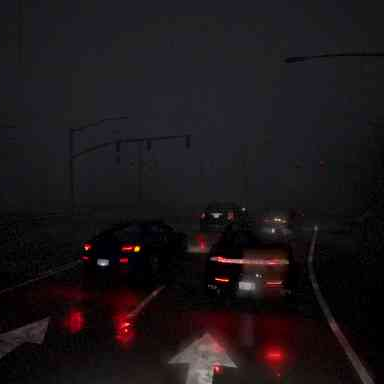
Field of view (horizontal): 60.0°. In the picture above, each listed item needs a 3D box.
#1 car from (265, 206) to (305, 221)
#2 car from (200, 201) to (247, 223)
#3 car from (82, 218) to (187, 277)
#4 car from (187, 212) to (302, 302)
[{"bbox_3d":[4.647,1.505,17.268,1.837,1.490,4.892,0,0,21],"label":"car"},{"bbox_3d":[2.090,1.352,20.220,2.097,1.767,4.553,0,0,21],"label":"car"},{"bbox_3d":[-1.532,1.526,10.256,1.812,1.442,4.674,0,0,15],"label":"car"},{"bbox_3d":[1.564,1.492,8.392,2.128,1.511,4.902,0,0,13],"label":"car"}]
